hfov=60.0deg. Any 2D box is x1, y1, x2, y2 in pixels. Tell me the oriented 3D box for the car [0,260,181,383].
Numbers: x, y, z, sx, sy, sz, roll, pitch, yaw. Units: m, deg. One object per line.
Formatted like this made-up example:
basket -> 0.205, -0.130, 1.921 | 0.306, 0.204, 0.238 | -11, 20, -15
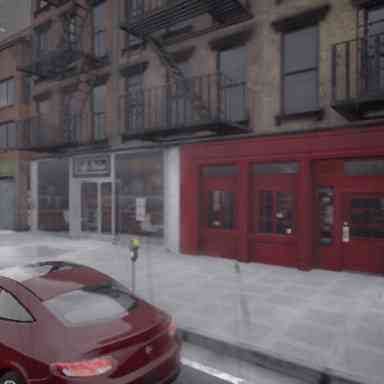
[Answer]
car -> -2.057, 1.571, 4.277 | 4.206, 1.307, 1.802 | 0, 0, 35
